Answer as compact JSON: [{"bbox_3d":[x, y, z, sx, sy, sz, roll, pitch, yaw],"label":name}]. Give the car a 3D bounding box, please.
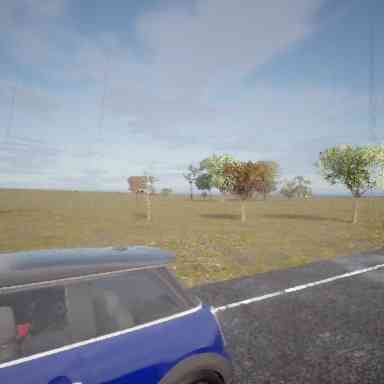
[{"bbox_3d":[-1.875,1.352,2.655,4.553,1.767,2.097,0,0,-35],"label":"car"}]
